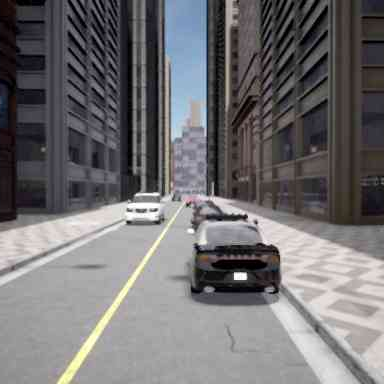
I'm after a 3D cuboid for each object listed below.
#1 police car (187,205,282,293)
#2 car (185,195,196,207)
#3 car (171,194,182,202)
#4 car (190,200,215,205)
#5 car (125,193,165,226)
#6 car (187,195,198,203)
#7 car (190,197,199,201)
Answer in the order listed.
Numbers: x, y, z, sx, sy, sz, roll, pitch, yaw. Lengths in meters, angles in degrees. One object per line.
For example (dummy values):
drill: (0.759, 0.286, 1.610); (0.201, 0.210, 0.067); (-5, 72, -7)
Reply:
police car: (0.909, 1.369, 8.831); (1.930, 1.638, 5.238); (0, 0, 0)
car: (0.083, 1.348, 46.096); (1.895, 1.301, 4.718); (0, 0, 1)
car: (-2.949, 1.179, 64.401); (1.837, 1.490, 4.892); (0, 0, 1)
car: (0.920, 1.412, 18.722); (1.812, 1.442, 4.674); (0, 0, 0)
car: (-3.076, 1.085, 22.803); (2.150, 2.045, 5.566); (0, 0, 0)
car: (0.068, 1.256, 59.501); (1.994, 1.385, 4.181); (0, 0, 0)
car: (0.926, 1.359, 24.721); (1.837, 1.490, 4.892); (0, 0, 0)
